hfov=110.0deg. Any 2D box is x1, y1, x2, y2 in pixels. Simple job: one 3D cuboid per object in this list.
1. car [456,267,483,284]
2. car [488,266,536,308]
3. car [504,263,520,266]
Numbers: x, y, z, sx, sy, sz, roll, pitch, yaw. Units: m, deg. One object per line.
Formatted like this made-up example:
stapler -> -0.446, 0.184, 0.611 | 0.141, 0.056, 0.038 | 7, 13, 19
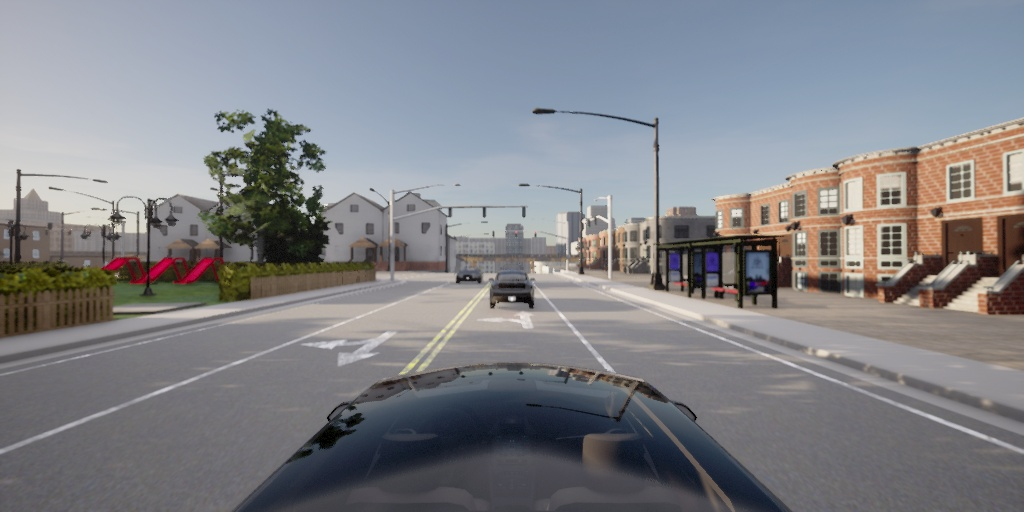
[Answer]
car -> -3.505, 1.588, 30.294 | 1.994, 1.385, 4.181 | 0, -1, 0
car -> 0.002, 1.395, 16.162 | 1.837, 1.490, 4.892 | 0, 0, 0
car -> 0.000, 1.379, 30.941 | 2.097, 1.767, 4.553 | 0, -1, 0
